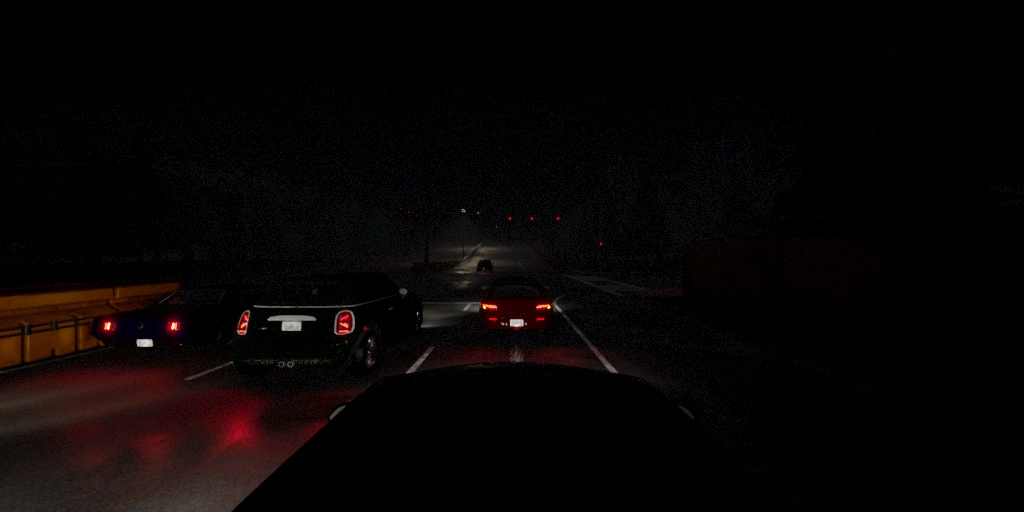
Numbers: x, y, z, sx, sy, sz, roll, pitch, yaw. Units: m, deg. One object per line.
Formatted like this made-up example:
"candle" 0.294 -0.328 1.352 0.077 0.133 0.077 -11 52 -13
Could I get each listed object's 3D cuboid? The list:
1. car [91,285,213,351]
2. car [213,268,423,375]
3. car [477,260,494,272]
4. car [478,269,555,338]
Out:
"car" -6.897 1.348 8.963 1.895 1.301 4.718 0 0 0
"car" -3.396 1.100 7.647 2.097 1.767 4.553 0 0 0
"car" -3.383 1.240 45.465 1.837 1.490 4.892 0 0 0
"car" 0.103 1.273 10.035 1.812 1.442 4.674 0 0 0
